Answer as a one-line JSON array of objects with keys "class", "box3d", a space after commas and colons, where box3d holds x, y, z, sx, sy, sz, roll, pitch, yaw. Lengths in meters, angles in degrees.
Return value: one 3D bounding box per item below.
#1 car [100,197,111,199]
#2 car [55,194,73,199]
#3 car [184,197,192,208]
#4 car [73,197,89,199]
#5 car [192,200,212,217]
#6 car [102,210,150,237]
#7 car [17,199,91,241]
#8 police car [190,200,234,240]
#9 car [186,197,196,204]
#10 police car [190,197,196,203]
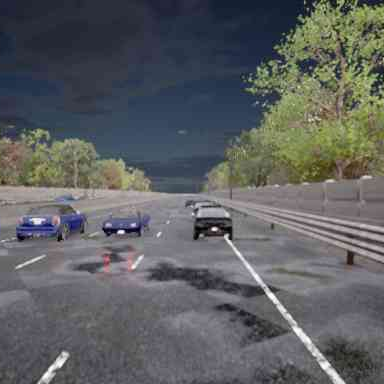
[{"class": "car", "box3d": [-17.686, 1.733, 67.565, 2.128, 1.511, 4.902, 0, 0, 0]}, {"class": "car", "box3d": [-24.678, 1.421, 64.498, 2.150, 2.045, 5.566, 0, 0, 0]}, {"class": "car", "box3d": [-0.144, 1.660, 52.289, 1.837, 1.490, 4.892, 0, 0, 0]}, {"class": "car", "box3d": [-21.180, 1.794, 65.340, 1.895, 1.301, 4.718, 0, 0, 0]}, {"class": "car", "box3d": [0.959, 1.622, 33.418, 1.812, 1.442, 4.674, 0, 0, 0]}, {"class": "car", "box3d": [-3.449, 1.654, 18.371, 1.895, 1.301, 4.718, 0, 0, 0]}, {"class": "car", "box3d": [-6.947, 1.402, 17.091, 2.097, 1.767, 4.553, 0, 0, 0]}, {"class": "police car", "box3d": [1.003, 1.475, 17.527, 1.930, 1.638, 5.238, 0, 0, 0]}, {"class": "car", "box3d": [-0.188, 1.710, 68.035, 1.837, 1.490, 4.892, 0, 0, 0]}, {"class": "police car", "box3d": [0.976, 1.504, 27.528, 1.930, 1.638, 5.238, 0, 0, 0]}]
